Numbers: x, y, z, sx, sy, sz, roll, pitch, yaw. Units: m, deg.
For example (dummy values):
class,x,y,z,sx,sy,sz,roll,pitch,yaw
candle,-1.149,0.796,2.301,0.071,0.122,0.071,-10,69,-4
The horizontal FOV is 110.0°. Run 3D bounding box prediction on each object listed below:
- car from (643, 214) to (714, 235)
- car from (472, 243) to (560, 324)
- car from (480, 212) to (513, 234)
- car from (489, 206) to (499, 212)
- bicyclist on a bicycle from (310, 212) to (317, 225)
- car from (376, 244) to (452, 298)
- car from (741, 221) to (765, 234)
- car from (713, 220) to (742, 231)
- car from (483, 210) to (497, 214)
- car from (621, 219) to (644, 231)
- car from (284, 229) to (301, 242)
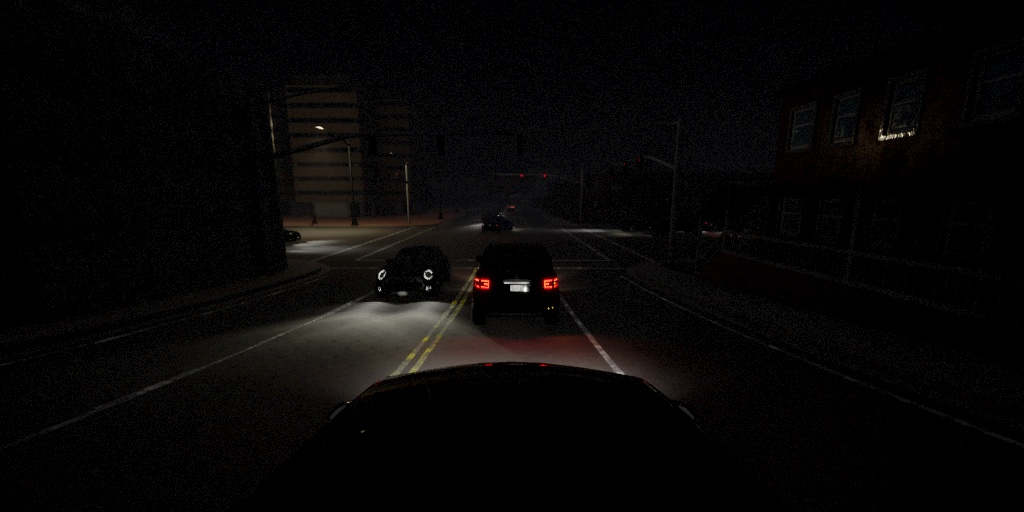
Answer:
class,x,y,z,sx,sy,sz,roll,pitch,yaw
car,16.895,-3.265,36.611,5.566,2.045,2.150,0,10,0
car,0.068,0.605,10.697,2.150,2.045,5.566,0,4,-1
car,-1.483,-3.445,38.403,2.097,1.767,4.553,4,10,21
car,-3.693,-7.428,62.823,1.812,1.442,4.674,0,10,0
bicyclist on a bicycle,-25.355,-4.769,45.818,0.582,1.620,1.656,0,10,0
car,-3.694,0.431,14.104,2.097,1.767,4.553,0,6,-2
car,26.690,-2.959,36.643,4.674,1.442,1.812,0,10,0
car,23.852,-3.550,40.093,4.674,1.442,1.812,0,10,0
car,-3.700,-5.862,54.075,1.895,1.301,4.718,0,10,0
car,14.773,-3.482,40.139,4.718,1.301,1.895,0,10,0
car,-20.090,-1.797,29.589,4.892,1.490,1.837,0,10,0
